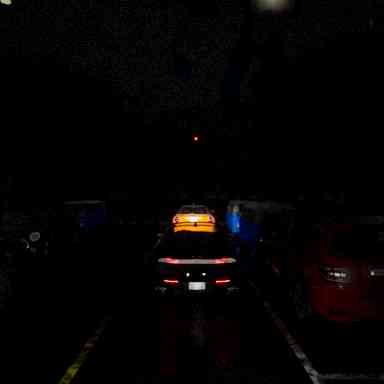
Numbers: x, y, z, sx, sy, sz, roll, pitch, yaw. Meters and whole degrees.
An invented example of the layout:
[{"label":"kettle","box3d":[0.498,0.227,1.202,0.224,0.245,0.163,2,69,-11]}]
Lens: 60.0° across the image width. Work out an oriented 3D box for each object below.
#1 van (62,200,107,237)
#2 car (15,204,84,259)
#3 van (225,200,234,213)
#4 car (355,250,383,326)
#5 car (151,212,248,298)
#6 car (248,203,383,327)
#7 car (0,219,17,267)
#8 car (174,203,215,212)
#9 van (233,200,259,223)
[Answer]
[{"label":"van","box3d":[-5.783,1.342,17.814,1.690,1.788,3.998,0,0,0]},{"label":"car","box3d":[-5.776,1.441,12.376,1.967,1.590,4.097,0,0,0]},{"label":"van","box3d":[2.743,1.342,17.823,1.690,1.788,3.998,0,0,0]},{"label":"car","box3d":[2.761,1.440,1.510,1.967,1.590,4.097,0,0,0]},{"label":"car","box3d":[0.094,1.492,8.471,2.128,1.511,4.902,0,0,0]},{"label":"car","box3d":[2.755,1.315,6.948,2.192,1.841,5.009,0,0,0]},{"label":"car","box3d":[-5.770,1.525,6.769,1.752,1.417,4.829,0,0,0]},{"label":"car","box3d":[0.120,1.353,17.520,2.097,1.767,4.553,0,0,1]},{"label":"van","box3d":[2.749,1.342,12.385,1.690,1.788,3.998,0,0,0]}]
